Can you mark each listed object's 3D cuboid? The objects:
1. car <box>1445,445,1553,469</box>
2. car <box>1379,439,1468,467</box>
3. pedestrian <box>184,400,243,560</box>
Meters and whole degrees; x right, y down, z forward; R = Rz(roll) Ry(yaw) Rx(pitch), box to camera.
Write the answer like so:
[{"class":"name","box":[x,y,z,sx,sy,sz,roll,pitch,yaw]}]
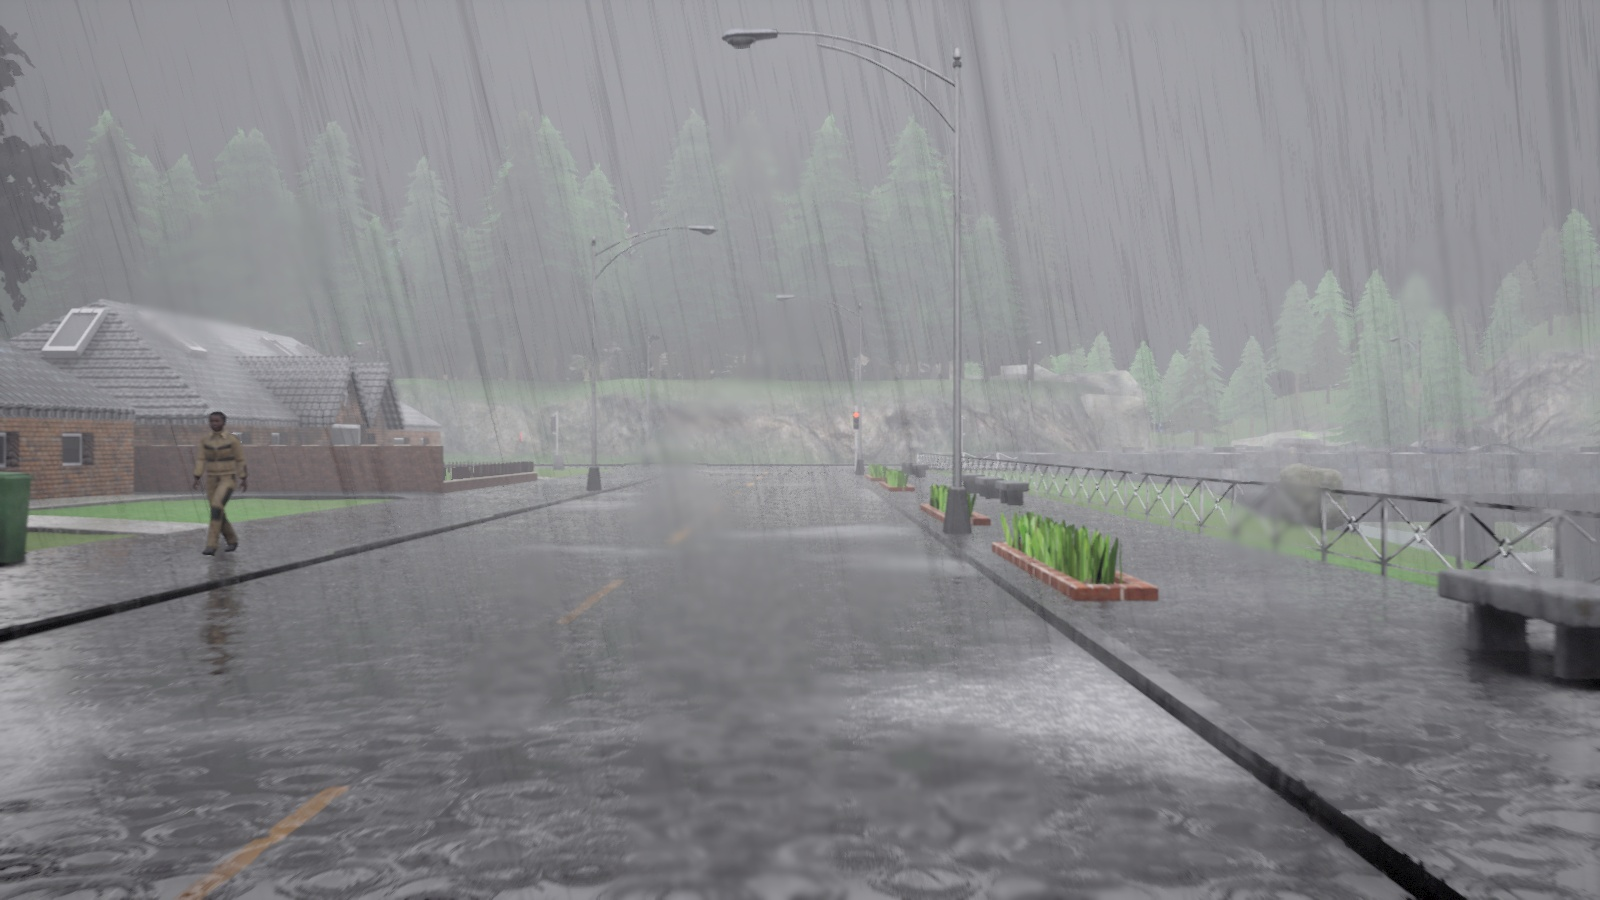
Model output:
[{"class":"car","box":[41.890,0.403,75.350,5.357,1.411,2.033,0,0,0]},{"class":"car","box":[39.378,0.189,79.364,4.553,1.767,2.097,0,0,0]},{"class":"pedestrian","box":[-7.222,0.363,15.483,0.396,1.930,0.692,0,0,1]}]
